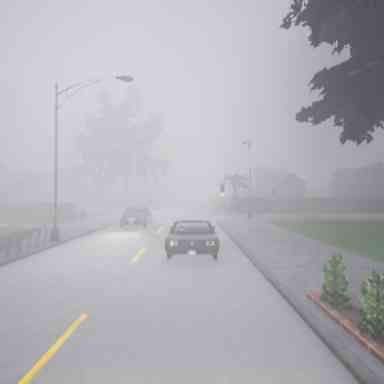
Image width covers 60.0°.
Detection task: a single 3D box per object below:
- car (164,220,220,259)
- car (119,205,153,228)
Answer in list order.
[{"bbox_3d":[0.014,1.748,13.234,1.895,1.301,4.718,0,-1,0],"label":"car"},{"bbox_3d":[-4.015,1.764,24.523,2.128,1.511,4.902,0,-1,0],"label":"car"}]
